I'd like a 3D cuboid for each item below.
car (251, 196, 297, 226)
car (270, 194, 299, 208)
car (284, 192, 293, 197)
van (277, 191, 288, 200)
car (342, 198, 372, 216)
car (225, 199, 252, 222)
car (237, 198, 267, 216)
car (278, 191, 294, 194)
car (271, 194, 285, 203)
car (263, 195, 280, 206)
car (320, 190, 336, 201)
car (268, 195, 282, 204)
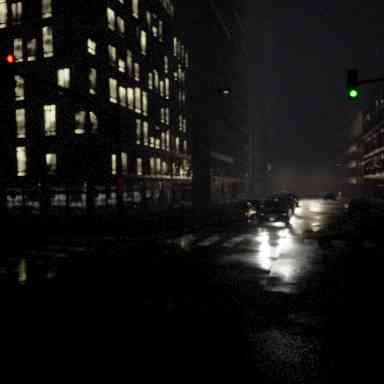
[{"bbox_3d":[5.440,1.290,21.680,2.128,1.511,4.902,-1,0,19],"label":"car"},{"bbox_3d":[8.527,1.192,30.649,2.128,1.511,4.902,-1,0,19],"label":"car"},{"bbox_3d":[25.675,0.674,88.603,2.008,1.369,4.403,-2,0,19],"label":"car"},{"bbox_3d":[18.321,0.695,67.212,1.690,1.788,3.998,-2,0,19],"label":"van"},{"bbox_3d":[13.395,1.180,27.056,2.008,1.369,4.403,-2,0,19],"label":"car"},{"bbox_3d":[3.578,1.346,24.270,1.752,1.417,4.829,-2,0,19],"label":"car"},{"bbox_3d":[5.471,1.326,29.778,1.947,1.339,4.313,-2,0,19],"label":"car"},{"bbox_3d":[11.767,0.950,40.069,2.097,1.767,4.553,-1,0,19],"label":"car"},{"bbox_3d":[14.654,1.015,56.516,1.887,1.381,4.507,-2,0,19],"label":"car"},{"bbox_3d":[10.981,1.131,45.821,1.887,1.381,4.507,-2,0,19],"label":"car"},{"bbox_3d":[24.412,0.721,59.142,1.967,1.590,4.097,-2,0,19],"label":"car"},{"bbox_3d":[12.819,1.110,51.169,1.802,1.307,4.206,-2,0,19],"label":"car"}]
